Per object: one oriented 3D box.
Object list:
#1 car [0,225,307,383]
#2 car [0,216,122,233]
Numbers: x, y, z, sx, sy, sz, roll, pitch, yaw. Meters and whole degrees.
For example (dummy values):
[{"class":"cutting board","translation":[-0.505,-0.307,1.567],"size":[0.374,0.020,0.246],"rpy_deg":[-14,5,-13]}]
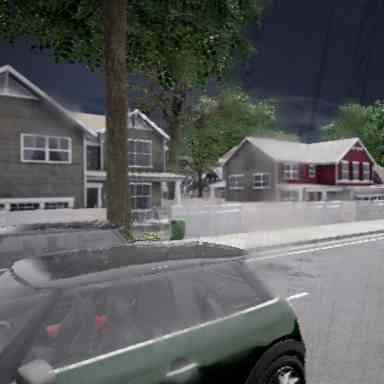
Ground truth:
[{"class":"car","translation":[-1.084,1.352,2.907],"size":[4.553,1.767,2.097],"rpy_deg":[0,0,-35]},{"class":"car","translation":[-2.976,1.353,5.551],"size":[4.553,1.767,2.097],"rpy_deg":[0,0,-35]}]
